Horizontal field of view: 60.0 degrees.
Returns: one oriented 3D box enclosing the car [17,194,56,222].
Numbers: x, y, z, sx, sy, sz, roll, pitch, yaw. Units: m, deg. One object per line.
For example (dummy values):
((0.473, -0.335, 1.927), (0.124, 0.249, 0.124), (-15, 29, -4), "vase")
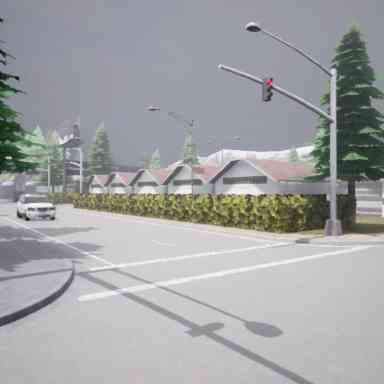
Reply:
((-12.924, 1.224, 27.433), (2.150, 2.045, 5.566), (0, 2, -36), "car")
